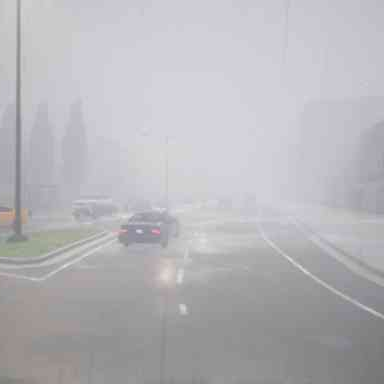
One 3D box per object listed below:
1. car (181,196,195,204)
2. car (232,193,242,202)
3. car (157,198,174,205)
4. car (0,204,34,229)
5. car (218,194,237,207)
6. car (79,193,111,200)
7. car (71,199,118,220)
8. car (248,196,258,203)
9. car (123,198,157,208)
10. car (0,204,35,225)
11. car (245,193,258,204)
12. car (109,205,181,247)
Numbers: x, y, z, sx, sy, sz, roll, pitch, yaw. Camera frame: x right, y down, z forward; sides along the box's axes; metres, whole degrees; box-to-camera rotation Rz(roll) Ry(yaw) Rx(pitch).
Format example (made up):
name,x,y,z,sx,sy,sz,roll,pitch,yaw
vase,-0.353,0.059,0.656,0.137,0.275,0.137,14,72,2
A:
name,x,y,z,sx,sy,sz,roll,pitch,yaw
car,-0.718,1.455,61.992,1.812,1.442,4.674,0,0,13
car,9.579,1.173,71.889,2.150,2.045,5.566,0,0,12
car,-3.898,1.501,47.309,1.994,1.385,4.181,0,0,12
car,-11.461,1.425,18.330,1.882,1.535,5.008,0,0,22
car,5.142,1.450,50.496,2.128,1.511,4.902,0,0,12
car,-10.217,1.156,34.467,2.150,2.045,5.566,0,0,12
car,-8.073,1.547,28.120,1.895,1.301,4.718,0,0,13
car,13.075,1.511,71.509,1.994,1.385,4.181,0,0,12
car,-6.054,1.433,37.218,2.128,1.511,4.902,0,0,12
car,-13.340,1.538,22.747,1.895,1.301,4.718,0,0,19
car,10.925,1.185,61.325,2.150,2.045,5.566,0,0,12
car,-1.721,1.526,14.962,2.033,1.411,5.357,0,0,6
